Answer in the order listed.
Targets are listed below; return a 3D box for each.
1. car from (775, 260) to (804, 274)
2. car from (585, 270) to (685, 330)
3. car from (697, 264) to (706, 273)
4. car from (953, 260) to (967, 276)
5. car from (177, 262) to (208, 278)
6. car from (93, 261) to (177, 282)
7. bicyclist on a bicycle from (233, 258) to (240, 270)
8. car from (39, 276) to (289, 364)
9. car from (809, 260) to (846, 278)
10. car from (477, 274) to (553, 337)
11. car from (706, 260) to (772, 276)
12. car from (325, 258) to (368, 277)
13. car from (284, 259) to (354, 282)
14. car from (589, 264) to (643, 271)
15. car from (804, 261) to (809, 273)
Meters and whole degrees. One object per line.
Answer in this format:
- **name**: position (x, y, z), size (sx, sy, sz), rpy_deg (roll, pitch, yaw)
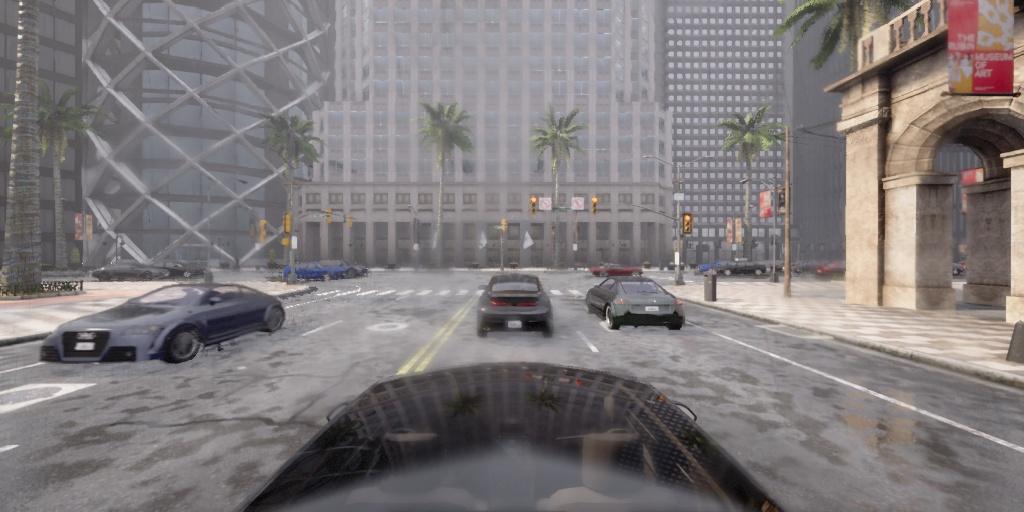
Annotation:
- **car**: position (33.022, 1.241, 40.228), size (4.902, 1.511, 2.128), rpy_deg (0, 0, 0)
- **car**: position (3.582, 1.314, 11.148), size (1.994, 1.385, 4.181), rpy_deg (0, 0, 0)
- **car**: position (23.449, 1.228, 40.259), size (5.008, 1.535, 1.882), rpy_deg (0, 0, 0)
- **car**: position (43.022, 1.242, 36.681), size (4.902, 1.511, 2.128), rpy_deg (0, 0, 0)
- **car**: position (-30.599, 1.227, 32.519), size (5.008, 1.535, 1.882), rpy_deg (0, 0, -9)
- **car**: position (-30.686, 1.276, 29.028), size (4.674, 1.442, 1.812), rpy_deg (0, 0, -12)
- **bicyclist on a bicycle**: position (-35.744, 1.050, 46.596), size (0.582, 1.620, 1.656), rpy_deg (0, 0, -12)
- **car**: position (-7.101, 1.314, 7.955), size (1.994, 1.385, 4.181), rpy_deg (0, 0, 0)
- **car**: position (30.656, 1.276, 33.022), size (4.674, 1.442, 1.812), rpy_deg (0, 0, 0)
- **car**: position (0.078, 1.255, 10.283), size (1.837, 1.490, 4.892), rpy_deg (0, 0, 0)
- **car**: position (23.188, 1.228, 36.759), size (5.008, 1.535, 1.882), rpy_deg (0, 0, 0)
- **car**: position (-15.795, 1.101, 33.114), size (4.553, 1.767, 2.097), rpy_deg (0, 0, -1)
- **car**: position (-15.834, 1.227, 29.035), size (5.008, 1.535, 1.882), rpy_deg (0, -1, 9)
- **car**: position (9.598, 1.351, 33.100), size (4.718, 1.301, 1.895), rpy_deg (0, 0, 0)
- **car**: position (33.056, 1.314, 36.730), size (4.181, 1.385, 1.994), rpy_deg (0, 0, 0)
